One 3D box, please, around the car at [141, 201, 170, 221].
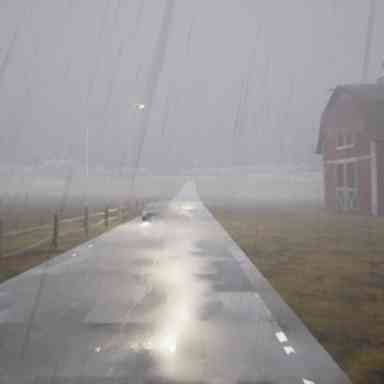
[{"bbox_3d":[-2.758,1.451,26.273,2.033,1.411,5.357,0,0,0],"label":"car"}]
